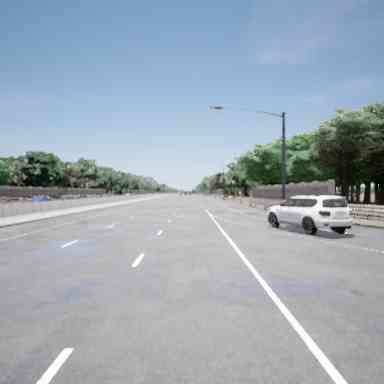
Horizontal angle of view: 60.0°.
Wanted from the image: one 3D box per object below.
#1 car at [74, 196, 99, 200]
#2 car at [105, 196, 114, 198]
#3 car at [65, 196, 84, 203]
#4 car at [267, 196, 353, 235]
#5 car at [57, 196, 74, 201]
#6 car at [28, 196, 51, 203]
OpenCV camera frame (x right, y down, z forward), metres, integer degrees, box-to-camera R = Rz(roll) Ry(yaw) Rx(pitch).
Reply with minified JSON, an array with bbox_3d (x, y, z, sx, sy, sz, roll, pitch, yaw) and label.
[{"bbox_3d":[-17.577,1.544,55.674,1.895,1.301,4.718,0,0,0],"label":"car"},{"bbox_3d":[-17.590,1.484,71.293,1.994,1.385,4.181,0,0,0],"label":"car"},{"bbox_3d":[-24.583,1.471,69.602,2.033,1.411,5.357,0,0,0],"label":"car"},{"bbox_3d":[6.530,1.219,19.055,2.150,2.045,5.566,0,0,-19],"label":"car"},{"bbox_3d":[-21.077,1.446,55.758,1.837,1.490,4.892,0,0,0],"label":"car"},{"bbox_3d":[-24.584,1.421,53.815,1.882,1.535,5.008,0,0,0],"label":"car"}]
